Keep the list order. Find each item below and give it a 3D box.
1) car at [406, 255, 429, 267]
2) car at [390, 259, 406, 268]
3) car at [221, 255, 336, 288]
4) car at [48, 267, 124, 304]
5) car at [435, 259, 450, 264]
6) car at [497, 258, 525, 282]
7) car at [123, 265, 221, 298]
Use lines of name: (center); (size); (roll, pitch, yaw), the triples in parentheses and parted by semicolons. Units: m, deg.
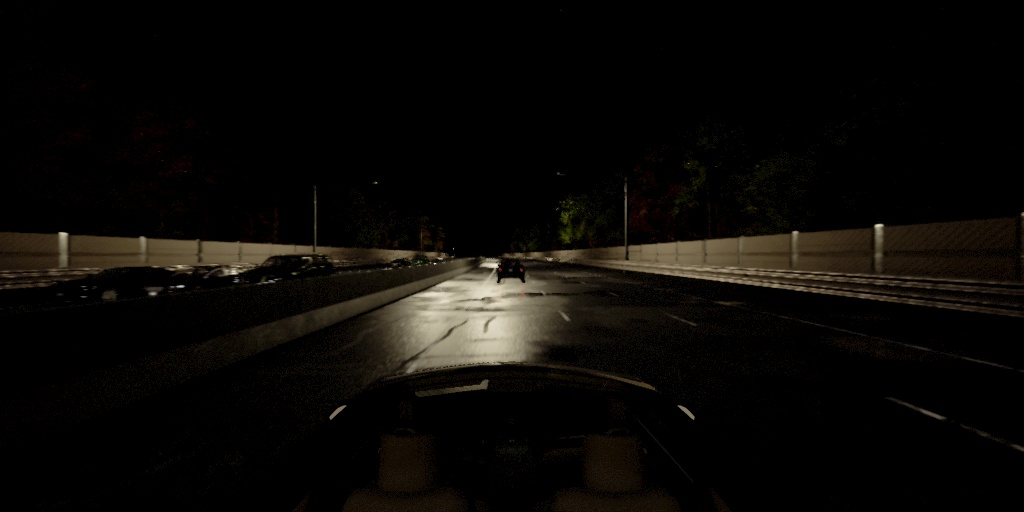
car: (-14.876, 0.875, 57.894); (2.150, 2.045, 5.566); (0, 0, -1)
car: (-18.389, 1.164, 58.478); (1.812, 1.442, 4.674); (0, 0, -1)
car: (-10.661, 0.950, 17.346); (2.150, 2.045, 5.566); (0, 0, 0)
car: (-17.653, 1.218, 16.493); (1.882, 1.535, 5.008); (0, 0, 0)
car: (-11.418, 1.175, 59.391); (2.033, 1.411, 5.357); (0, 0, -1)
car: (-0.099, 1.041, 28.111); (2.097, 1.767, 4.553); (0, 0, -1)
car: (-14.155, 1.227, 16.574); (2.128, 1.511, 4.902); (0, 0, 0)
